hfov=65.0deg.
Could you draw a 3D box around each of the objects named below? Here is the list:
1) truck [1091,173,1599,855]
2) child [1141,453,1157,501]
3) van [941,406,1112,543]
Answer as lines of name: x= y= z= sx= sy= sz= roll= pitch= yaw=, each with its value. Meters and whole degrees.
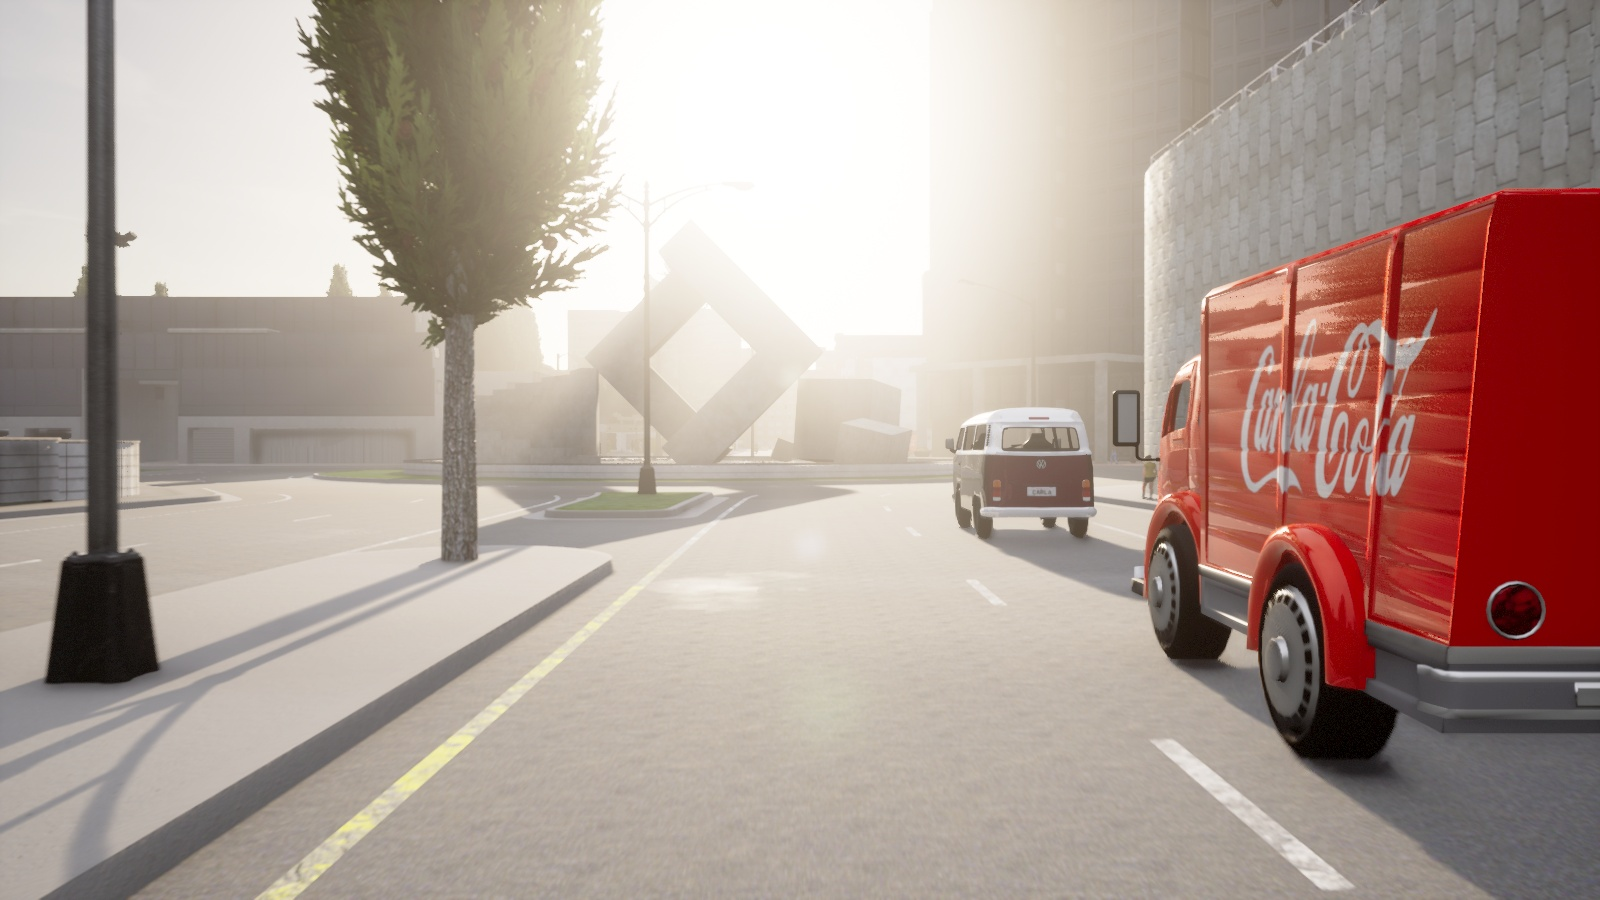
truck: x=3.556 y=0.222 z=7.140 sx=2.627 sy=2.467 sz=5.204 roll=0 pitch=0 yaw=0
child: x=8.188 y=0.620 z=29.447 sx=0.255 sy=1.110 sz=0.394 roll=0 pitch=0 yaw=-3
van: x=3.637 y=0.353 z=20.988 sx=2.069 sy=2.038 sz=4.480 roll=0 pitch=0 yaw=0
